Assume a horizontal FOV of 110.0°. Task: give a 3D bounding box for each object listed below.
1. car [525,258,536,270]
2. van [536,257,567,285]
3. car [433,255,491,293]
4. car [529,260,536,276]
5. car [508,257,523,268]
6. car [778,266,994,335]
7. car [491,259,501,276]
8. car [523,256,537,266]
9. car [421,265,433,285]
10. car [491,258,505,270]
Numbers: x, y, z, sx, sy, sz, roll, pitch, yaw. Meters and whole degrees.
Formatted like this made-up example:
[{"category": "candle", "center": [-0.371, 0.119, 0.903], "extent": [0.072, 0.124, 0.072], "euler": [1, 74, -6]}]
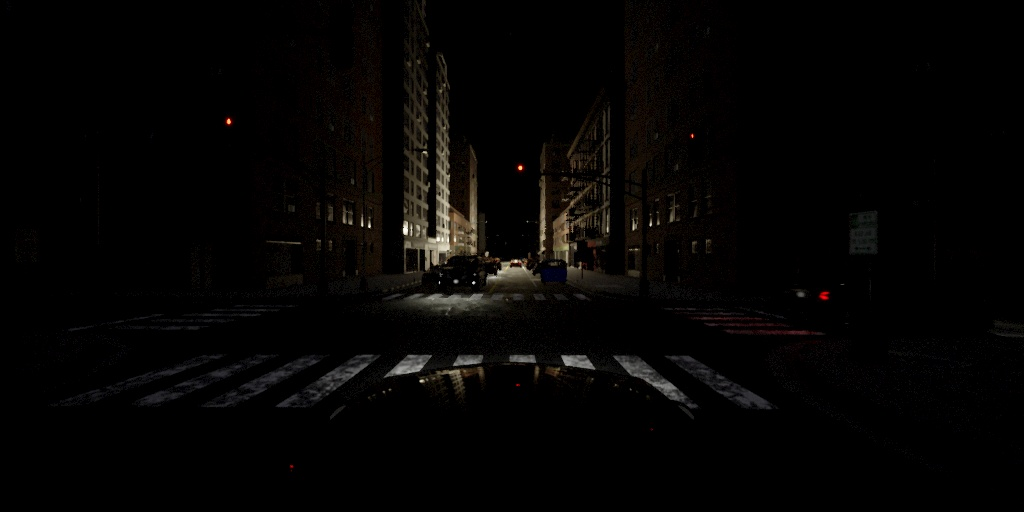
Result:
[{"category": "car", "center": [3.069, 1.320, 48.120], "extent": [1.802, 1.307, 4.207], "euler": [0, 0, 1]}, {"category": "van", "center": [2.855, 1.086, 25.395], "extent": [1.690, 1.789, 3.998], "euler": [0, 0, 1]}, {"category": "car", "center": [-2.795, 0.967, 21.357], "extent": [2.150, 2.045, 5.566], "euler": [0, 0, 2]}, {"category": "car", "center": [2.962, 1.325, 36.757], "extent": [1.802, 1.307, 4.207], "euler": [0, 0, 1]}, {"category": "car", "center": [0.639, 1.329, 59.078], "extent": [1.895, 1.301, 4.718], "euler": [0, 0, 1]}, {"category": "car", "center": [10.670, 1.174, 10.476], "extent": [4.553, 1.767, 2.097], "euler": [0, 0, 4]}, {"category": "car", "center": [-2.523, 1.307, 36.465], "extent": [1.994, 1.385, 4.181], "euler": [0, 0, 1]}, {"category": "car", "center": [3.123, 1.047, 53.801], "extent": [2.192, 1.841, 5.009], "euler": [0, 0, 1]}, {"category": "car", "center": [-5.170, 1.296, 25.462], "extent": [2.007, 1.370, 4.403], "euler": [0, 0, 1]}, {"category": "car", "center": [-2.388, 1.338, 49.011], "extent": [1.895, 1.301, 4.718], "euler": [0, 0, 1]}]
